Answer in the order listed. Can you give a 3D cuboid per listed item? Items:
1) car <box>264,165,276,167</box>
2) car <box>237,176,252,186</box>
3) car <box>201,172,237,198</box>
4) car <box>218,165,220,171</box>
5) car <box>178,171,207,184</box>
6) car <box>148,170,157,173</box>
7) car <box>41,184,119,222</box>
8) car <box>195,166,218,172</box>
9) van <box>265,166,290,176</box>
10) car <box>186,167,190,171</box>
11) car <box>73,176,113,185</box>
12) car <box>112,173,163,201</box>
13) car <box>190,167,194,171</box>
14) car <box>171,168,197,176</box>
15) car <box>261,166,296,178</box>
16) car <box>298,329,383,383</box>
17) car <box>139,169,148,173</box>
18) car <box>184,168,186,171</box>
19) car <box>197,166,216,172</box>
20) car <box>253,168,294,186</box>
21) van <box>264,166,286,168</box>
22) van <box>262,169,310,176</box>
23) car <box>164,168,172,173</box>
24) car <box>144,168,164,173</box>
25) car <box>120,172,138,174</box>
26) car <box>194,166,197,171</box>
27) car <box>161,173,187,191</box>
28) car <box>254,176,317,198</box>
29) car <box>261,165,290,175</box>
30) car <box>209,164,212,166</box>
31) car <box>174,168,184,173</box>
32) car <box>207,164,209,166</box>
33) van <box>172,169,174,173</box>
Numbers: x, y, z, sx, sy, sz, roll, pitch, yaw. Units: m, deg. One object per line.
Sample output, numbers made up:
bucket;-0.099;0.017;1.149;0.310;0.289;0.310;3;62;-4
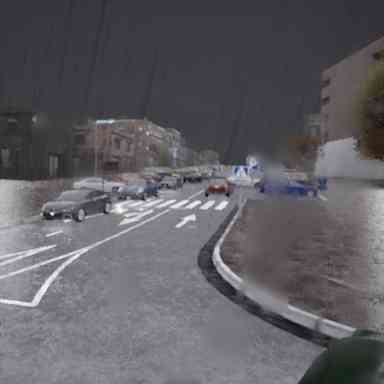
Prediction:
car;14.508;-3.125;55.189;5.566;2.045;2.435;0;5;-8
car;6.133;-1.293;38.699;4.674;1.442;1.812;2;6;18
car;2.468;-0.582;29.362;2.097;1.767;4.553;1;6;12
car;4.499;-6.453;93.793;4.892;1.521;2.231;-1;5;-8
car;0.093;-1.758;43.983;1.895;1.301;4.718;2;6;18
car;-6.881;-1.451;39.383;4.792;1.488;2.163;-1;6;-9
car;-5.960;0.588;17.747;1.837;1.490;4.892;1;5;12
car;2.371;-2.828;52.587;2.097;1.767;4.553;1;6;11
van;17.089;-4.218;66.900;4.442;1.987;1.878;0;5;-8
car;-3.325;-3.096;56.617;4.792;1.488;2.163;-1;5;-8
car;-8.582;-0.616;30.750;4.674;1.452;2.002;-1;5;-9
car;-4.192;-0.338;26.462;2.097;1.767;4.553;1;6;12
car;-2.772;-3.398;59.476;5.008;1.535;2.097;-1;5;-8
car;-1.570;-3.943;65.193;4.892;1.521;2.231;-1;6;-8
car;15.777;-3.686;61.046;5.566;2.045;2.435;0;5;-8
car;2.744;1.640;1.359;4.718;1.301;1.895;2;1;41
car;-7.400;-1.331;36.496;4.553;1.767;2.185;-1;6;-9
car;-3.950;-2.852;53.749;5.008;1.535;2.097;-1;5;-8
car;3.880;-6.230;90.930;4.892;1.521;2.231;-1;5;-8
car;9.725;-1.172;34.767;5.566;2.045;2.435;0;6;-7
van;11.925;-1.981;43.523;4.442;1.987;1.878;0;5;-7
van;9.182;-0.868;31.888;4.442;1.987;1.878;0;5;-7
car;-5.699;-2.031;45.147;5.008;1.535;2.097;-1;5;-8
car;-6.243;-1.881;42.255;4.553;1.767;2.185;-1;6;-9
car;-7.978;-0.903;33.636;4.792;1.488;2.163;-1;5;-9
car;-2.167;-3.670;62.335;4.892;1.521;2.231;-1;6;-8
car;-2.270;-0.976;35.374;1.994;1.385;4.181;2;6;13
car;8.371;-0.367;28.990;5.008;1.535;2.097;0;5;-7
car;18.230;-4.786;72.721;5.566;2.045;2.435;0;5;-8
car;1.436;-5.271;79.496;5.008;1.535;2.097;-1;5;-8
car;-4.343;-2.585;50.910;5.366;1.575;1.946;-1;5;-8
car;0.853;-5.140;76.624;4.553;1.767;2.185;-1;6;-8
van;-5.229;-2.527;47.978;4.442;1.987;1.878;-1;6;-8
